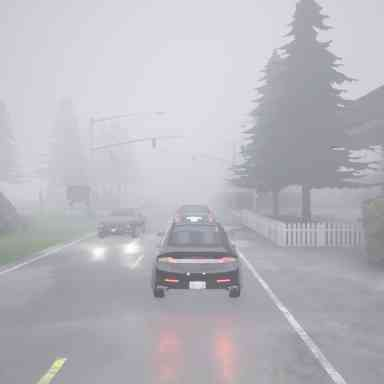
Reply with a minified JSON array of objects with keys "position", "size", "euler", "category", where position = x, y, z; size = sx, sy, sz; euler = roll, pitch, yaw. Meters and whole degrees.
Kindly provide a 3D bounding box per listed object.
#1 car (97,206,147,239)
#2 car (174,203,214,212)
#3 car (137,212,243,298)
[{"position":[-3.545,1.506,17.532],"size":[1.837,1.490,4.892],"euler":[0,0,0],"category":"car"},{"position":[0.101,1.352,17.670],"size":[2.097,1.767,4.553],"euler":[0,0,0],"category":"car"},{"position":[0.100,1.492,8.517],"size":[2.128,1.511,4.902],"euler":[0,0,0],"category":"car"}]
